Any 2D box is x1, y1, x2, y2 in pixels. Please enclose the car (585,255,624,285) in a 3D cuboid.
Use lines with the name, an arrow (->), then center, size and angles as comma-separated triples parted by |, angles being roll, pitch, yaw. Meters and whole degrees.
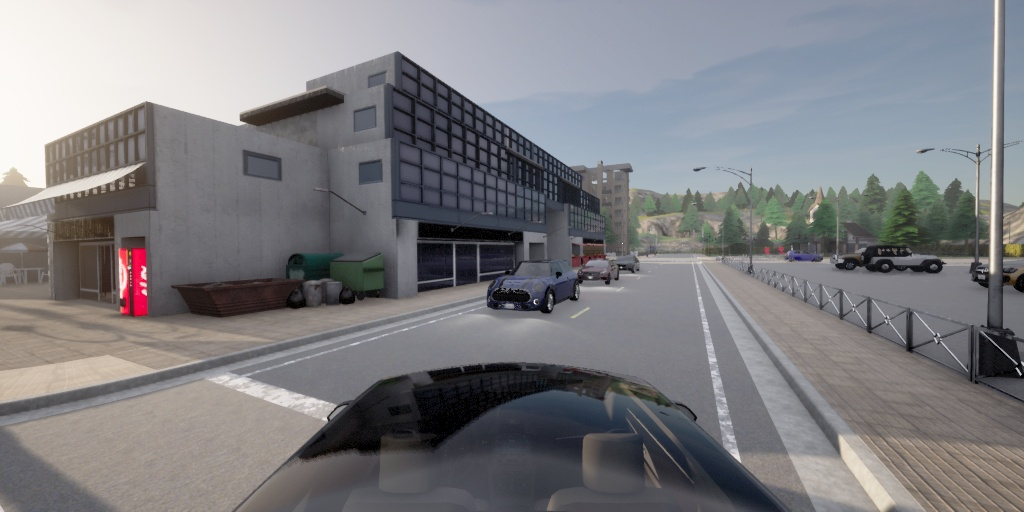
car -> 5.401, 0.875, 22.112 | 1.812, 1.442, 4.674 | 0, 1, 26

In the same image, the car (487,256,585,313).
car -> 0.917, 0.910, 13.060 | 2.097, 1.767, 4.553 | 0, 1, 26

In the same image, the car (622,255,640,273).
car -> 9.969, 0.642, 31.299 | 1.837, 1.490, 4.892 | 0, 1, 27
